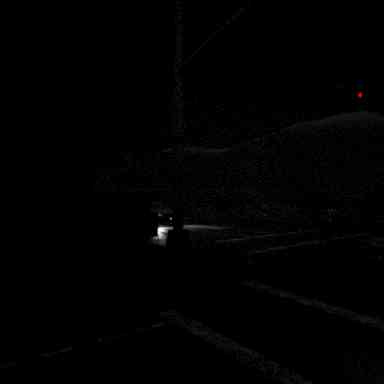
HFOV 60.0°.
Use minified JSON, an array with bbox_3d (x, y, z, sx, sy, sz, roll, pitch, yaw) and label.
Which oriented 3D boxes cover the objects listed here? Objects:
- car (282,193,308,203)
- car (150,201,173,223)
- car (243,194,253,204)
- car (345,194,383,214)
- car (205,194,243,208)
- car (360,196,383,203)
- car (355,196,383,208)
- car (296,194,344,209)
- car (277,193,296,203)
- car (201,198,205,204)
[{"bbox_3d":[20.588,1.195,66.599,1.932,1.855,4.605,0,0,-36],"label":"car"},{"bbox_3d":[-2.653,1.353,22.254,1.812,1.442,4.674,0,0,-36],"label":"car"},{"bbox_3d":[8.110,1.224,57.062,2.152,1.636,5.027,0,0,-36],"label":"car"},{"bbox_3d":[17.706,1.136,32.837,1.905,1.878,3.866,0,0,-36],"label":"car"},{"bbox_3d":[4.264,1.350,45.180,2.007,1.523,4.514,0,0,-36],"label":"car"},{"bbox_3d":[37.660,1.509,69.622,1.970,1.475,3.806,0,0,-36],"label":"car"},{"bbox_3d":[26.266,1.384,47.863,2.007,1.523,4.514,0,0,-36],"label":"car"},{"bbox_3d":[15.757,1.162,41.138,1.932,1.855,4.605,0,0,-36],"label":"car"},{"bbox_3d":[18.476,1.169,64.562,1.905,1.878,3.866,0,0,-36],"label":"car"},{"bbox_3d":[3.100,1.291,53.038,1.970,1.475,3.806,0,0,-36],"label":"car"}]
